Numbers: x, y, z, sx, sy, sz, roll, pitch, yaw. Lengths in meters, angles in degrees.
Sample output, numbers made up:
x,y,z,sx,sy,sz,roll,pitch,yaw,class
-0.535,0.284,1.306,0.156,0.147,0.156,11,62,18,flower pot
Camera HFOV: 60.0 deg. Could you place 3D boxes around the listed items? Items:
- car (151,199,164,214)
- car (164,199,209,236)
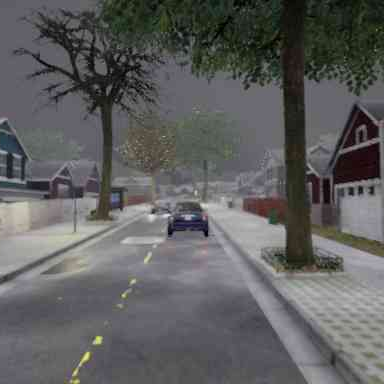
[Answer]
x,y,z,sx,sy,sz,roll,pitch,yaw,class
-3.209,1.511,35.190,1.812,1.442,4.674,0,0,-1,car
-0.220,1.314,18.406,2.097,1.767,4.553,0,0,-1,car
